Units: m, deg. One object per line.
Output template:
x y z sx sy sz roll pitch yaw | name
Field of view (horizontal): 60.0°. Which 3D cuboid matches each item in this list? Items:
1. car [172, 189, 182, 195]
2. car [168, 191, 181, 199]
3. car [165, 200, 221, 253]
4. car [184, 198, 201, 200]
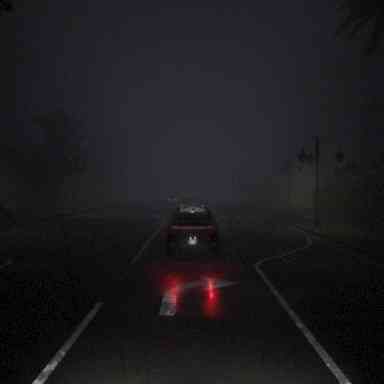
-3.537 -0.070 78.801 2.033 1.411 5.357 0 1 0 | car
-3.547 0.563 63.314 2.033 1.411 5.357 0 1 1 | car
0.038 1.293 12.674 2.128 1.511 4.902 0 1 1 | car
0.077 1.168 27.726 1.895 1.301 4.718 0 1 2 | car
